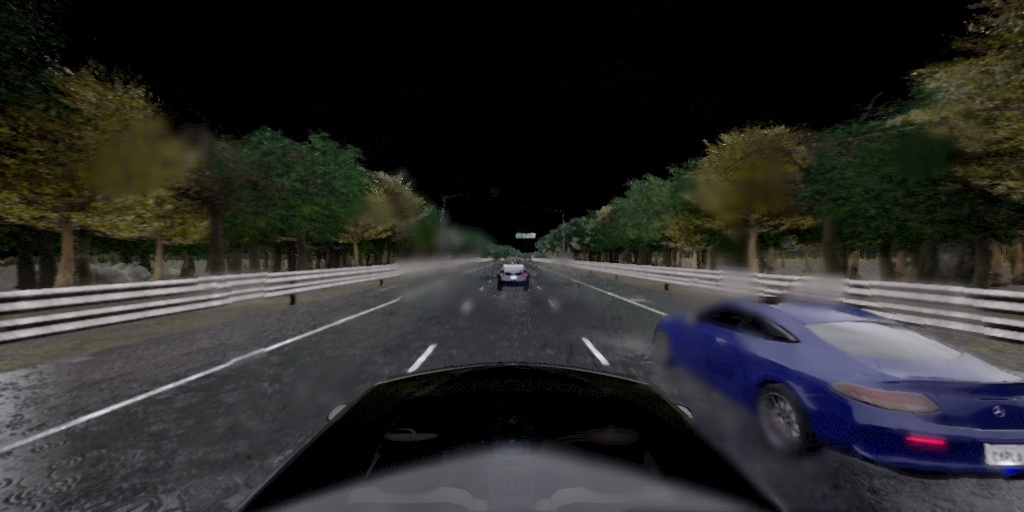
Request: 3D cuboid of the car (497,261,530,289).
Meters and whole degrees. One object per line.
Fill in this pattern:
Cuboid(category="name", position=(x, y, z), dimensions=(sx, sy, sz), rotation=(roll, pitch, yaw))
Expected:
Cuboid(category="car", position=(0.096, 1.282, 23.181), dimensions=(2.163, 1.488, 4.792), rotation=(0, 0, 0))

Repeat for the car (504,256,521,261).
Cuboid(category="car", position=(0.098, 1.040, 52.374), dimensions=(2.150, 2.045, 5.566), rotation=(0, 0, 0))

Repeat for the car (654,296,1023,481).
Cuboid(category="car", position=(3.598, 1.280, 4.910), dimensions=(1.812, 1.442, 4.674), rotation=(0, 0, 0))
